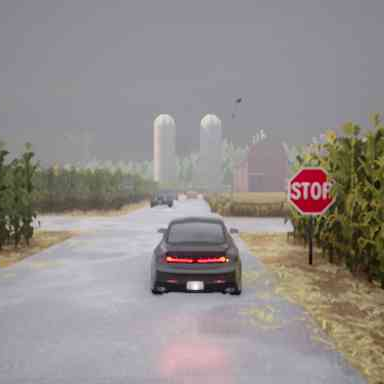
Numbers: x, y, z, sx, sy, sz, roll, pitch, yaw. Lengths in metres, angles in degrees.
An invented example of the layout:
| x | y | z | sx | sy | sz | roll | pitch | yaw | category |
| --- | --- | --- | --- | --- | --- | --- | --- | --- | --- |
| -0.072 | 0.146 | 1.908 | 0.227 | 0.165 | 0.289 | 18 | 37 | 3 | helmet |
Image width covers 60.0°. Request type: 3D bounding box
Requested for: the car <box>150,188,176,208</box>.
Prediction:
| x | y | z | sx | sy | sz | roll | pitch | yaw | category |
| --- | --- | --- | --- | --- | --- | --- | --- | --- | --- |
| -3.185 | 0.580 | 36.014 | 2.150 | 2.045 | 5.566 | 0 | 1 | 0 | car |

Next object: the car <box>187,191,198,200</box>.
| x | y | z | sx | sy | sz | roll | pitch | yaw | category |
| --- | --- | --- | --- | --- | --- | --- | --- | --- | --- |
| 0.014 | 0.505 | 58.700 | 1.882 | 1.535 | 5.008 | 0 | 1 | 0 | car |

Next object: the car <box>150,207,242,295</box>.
| x | y | z | sx | sy | sz | roll | pitch | yaw | category |
| --- | --- | --- | --- | --- | --- | --- | --- | --- | --- |
| 0.136 | 1.365 | 8.346 | 1.837 | 1.490 | 4.892 | 0 | 1 | 2 | car |

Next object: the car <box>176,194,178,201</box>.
| x | y | z | sx | sy | sz | roll | pitch | yaw | category |
| --- | --- | --- | --- | --- | --- | --- | --- | --- | --- |
| -3.159 | 0.708 | 51.899 | 1.994 | 1.385 | 4.181 | 0 | 1 | 0 | car |
